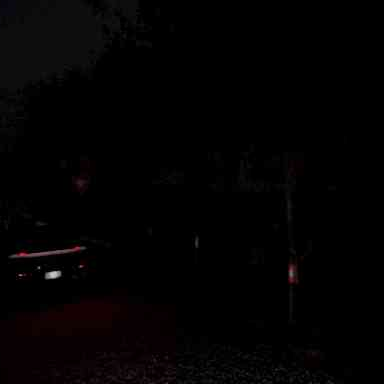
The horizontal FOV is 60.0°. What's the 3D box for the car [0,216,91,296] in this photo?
[{"bbox_3d":[-4.093,1.379,8.618,2.128,1.511,4.902,-2,2,-33],"label":"car"}]
